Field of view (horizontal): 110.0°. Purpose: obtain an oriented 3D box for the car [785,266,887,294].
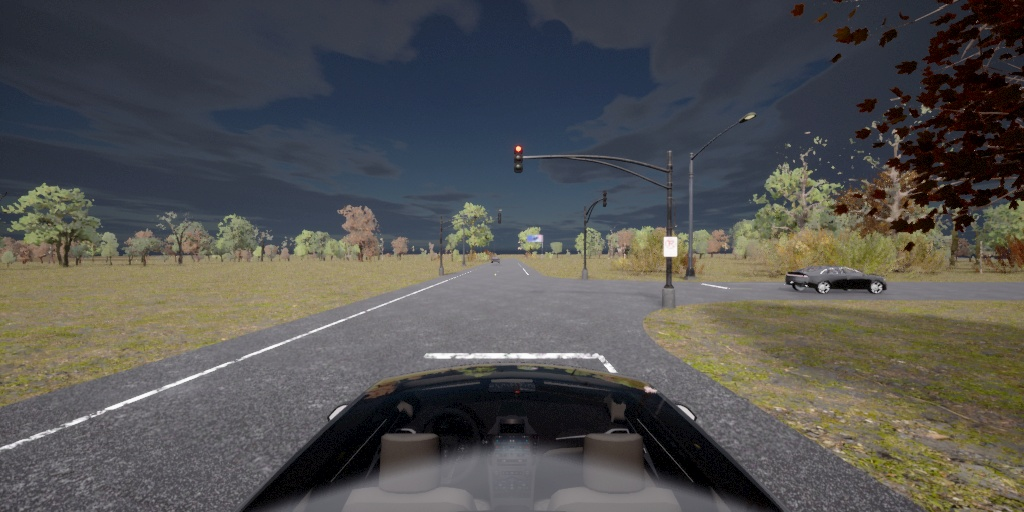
[{"bbox_3d":[18.329,1.309,20.360,4.902,1.511,2.128,0,1,0],"label":"car"}]
